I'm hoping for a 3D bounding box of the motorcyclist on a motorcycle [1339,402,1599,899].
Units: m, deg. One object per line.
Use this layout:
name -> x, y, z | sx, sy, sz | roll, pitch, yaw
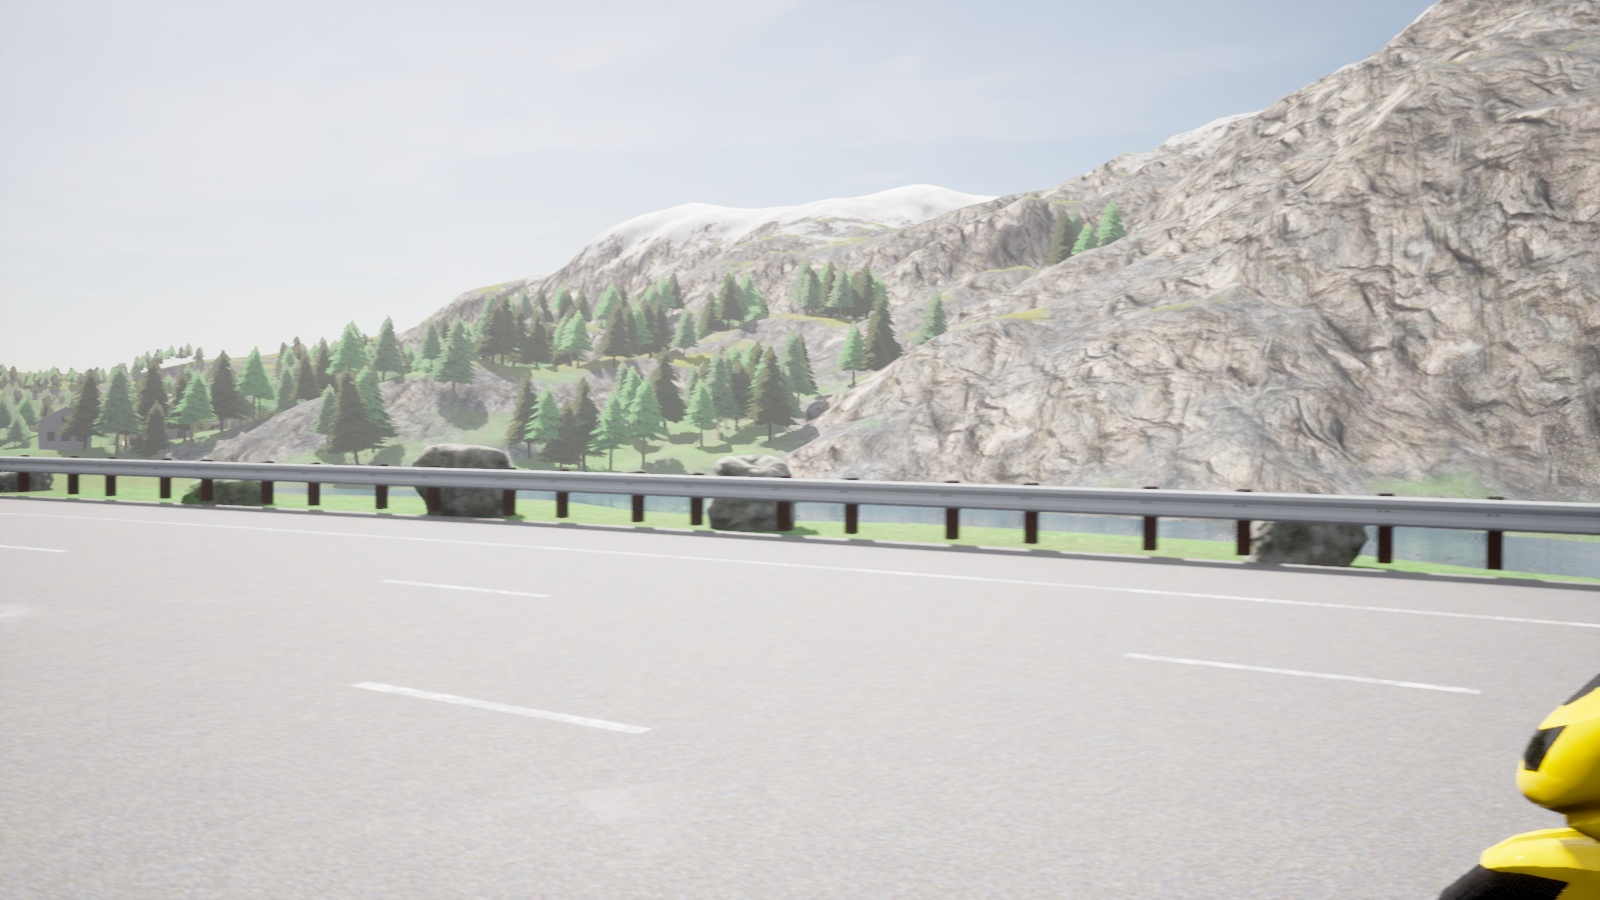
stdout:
motorcyclist on a motorcycle -> 2.150, 0.661, 2.268 | 2.044, 1.523, 0.797 | 0, 2, 33
